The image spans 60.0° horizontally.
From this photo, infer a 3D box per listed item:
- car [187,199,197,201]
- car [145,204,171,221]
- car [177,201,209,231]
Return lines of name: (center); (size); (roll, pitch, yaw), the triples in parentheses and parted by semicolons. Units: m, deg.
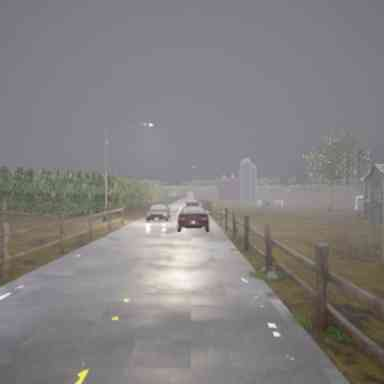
car: (0.042, 1.727, 46.850); (1.882, 1.535, 5.008); (0, 0, 0)
car: (-2.785, 1.744, 28.707); (2.033, 1.411, 5.357); (0, 0, 0)
car: (0.074, 1.605, 21.520); (1.882, 1.535, 5.008); (0, 0, 0)
